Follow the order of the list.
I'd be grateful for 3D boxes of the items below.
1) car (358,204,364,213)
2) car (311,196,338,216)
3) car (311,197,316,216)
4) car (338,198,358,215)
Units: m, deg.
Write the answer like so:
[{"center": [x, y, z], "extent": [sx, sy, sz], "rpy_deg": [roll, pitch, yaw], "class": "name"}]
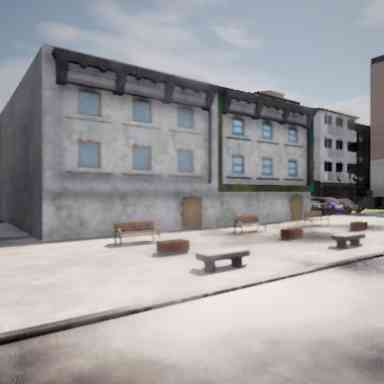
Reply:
[{"center": [15.725, 1.421, 34.699], "extent": [1.816, 1.474, 4.193], "rpy_deg": [0, 0, -26], "class": "car"}, {"center": [11.018, 1.246, 30.876], "extent": [1.905, 1.878, 3.866], "rpy_deg": [0, 0, -26], "class": "car"}, {"center": [8.823, 1.416, 29.806], "extent": [1.845, 1.501, 3.633], "rpy_deg": [0, 0, -26], "class": "car"}, {"center": [13.406, 1.352, 32.868], "extent": [2.242, 1.667, 4.611], "rpy_deg": [0, 0, -26], "class": "car"}]
